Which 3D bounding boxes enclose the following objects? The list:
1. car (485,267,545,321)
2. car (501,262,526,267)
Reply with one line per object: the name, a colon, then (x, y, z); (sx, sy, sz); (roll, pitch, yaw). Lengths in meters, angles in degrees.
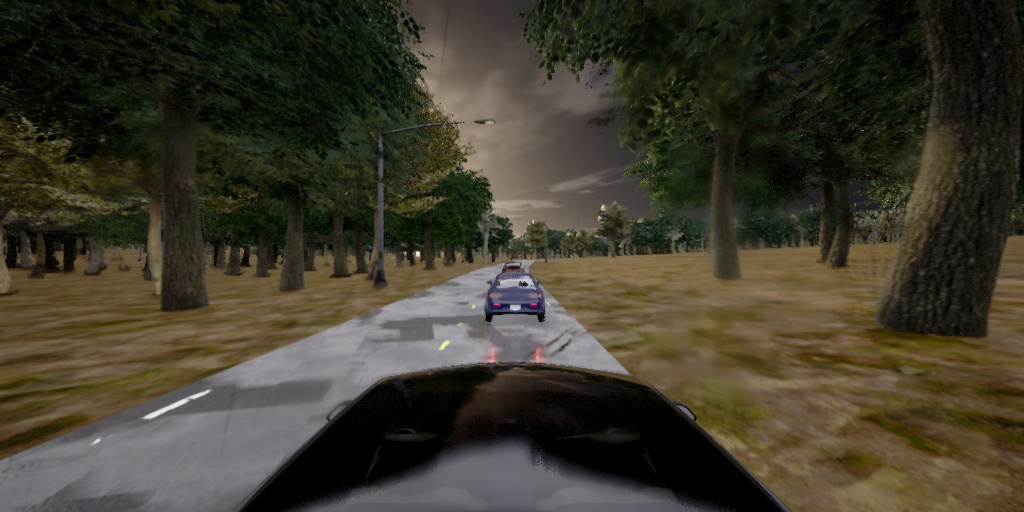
car: (0.096, 1.271, 12.342); (1.812, 1.442, 4.674); (0, 0, 0)
car: (0.099, 1.223, 30.230); (1.837, 1.490, 4.892); (0, 0, 0)
